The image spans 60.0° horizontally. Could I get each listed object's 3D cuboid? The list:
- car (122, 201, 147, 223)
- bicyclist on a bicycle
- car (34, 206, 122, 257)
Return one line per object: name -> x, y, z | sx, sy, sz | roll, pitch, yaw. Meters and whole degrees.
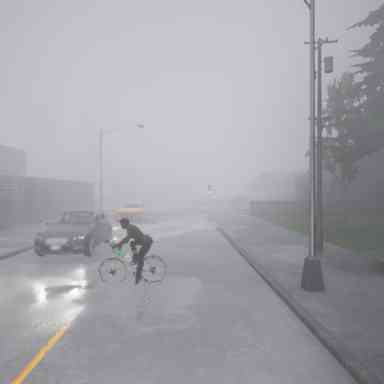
car -> -4.638, 1.477, 25.968 | 1.882, 1.535, 5.008 | 0, 0, -1
bicyclist on a bicycle -> -1.454, 1.451, 8.100 | 1.656, 1.620, 0.582 | -2, 0, -1
car -> -4.398, 1.490, 13.011 | 2.128, 1.511, 4.902 | 0, 0, -1
